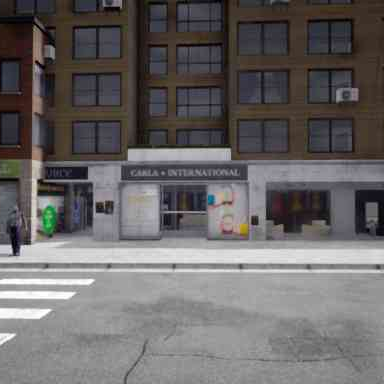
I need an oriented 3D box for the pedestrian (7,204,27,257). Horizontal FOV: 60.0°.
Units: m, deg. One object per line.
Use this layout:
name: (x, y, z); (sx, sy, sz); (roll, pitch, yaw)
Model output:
pedestrian: (-6.136, 1.299, 11.571); (0.375, 1.860, 0.375); (0, -1, 3)
